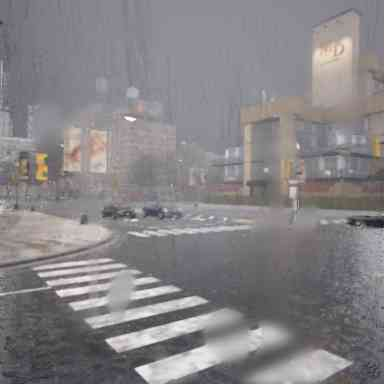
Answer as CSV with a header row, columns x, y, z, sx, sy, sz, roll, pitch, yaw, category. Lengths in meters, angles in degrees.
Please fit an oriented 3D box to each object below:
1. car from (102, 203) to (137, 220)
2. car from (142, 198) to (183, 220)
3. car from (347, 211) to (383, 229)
x,y,z,sx,sy,sz,roll,pitch,yaw,category
-6.710,1.742,30.447,1.994,1.385,4.181,1,-1,-36,car
-2.775,1.581,30.978,2.097,1.767,4.553,1,-1,-36,car
13.338,1.966,23.012,4.718,1.301,1.895,0,0,25,car
